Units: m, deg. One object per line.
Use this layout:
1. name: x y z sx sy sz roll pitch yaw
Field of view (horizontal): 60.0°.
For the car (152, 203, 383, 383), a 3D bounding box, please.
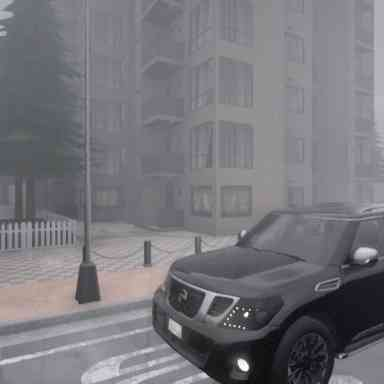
1. car: 2.163 1.221 5.278 5.566 2.045 2.150 0 0 -31
